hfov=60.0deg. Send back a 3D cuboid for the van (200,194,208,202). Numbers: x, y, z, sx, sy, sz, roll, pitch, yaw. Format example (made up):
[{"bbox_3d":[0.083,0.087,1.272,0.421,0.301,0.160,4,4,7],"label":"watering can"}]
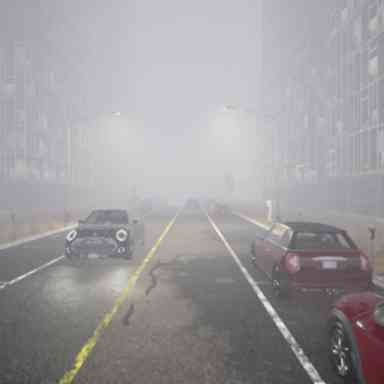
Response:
[{"bbox_3d":[2.688,1.304,76.740,1.690,1.788,3.998,0,0,0],"label":"van"}]

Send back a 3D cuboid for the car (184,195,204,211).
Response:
[{"bbox_3d":[0.096,1.477,40.637,1.882,1.535,5.008,0,0,0],"label":"car"}]

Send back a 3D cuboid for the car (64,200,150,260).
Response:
[{"bbox_3d":[-3.002,1.356,12.356,2.097,1.767,4.553,0,0,0],"label":"car"}]

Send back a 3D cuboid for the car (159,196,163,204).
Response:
[{"bbox_3d":[-5.692,1.576,48.285,1.802,1.307,4.206,0,0,0],"label":"car"}]

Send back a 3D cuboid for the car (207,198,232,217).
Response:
[{"bbox_3d":[2.689,1.549,31.201,1.887,1.381,4.507,0,0,0],"label":"car"}]

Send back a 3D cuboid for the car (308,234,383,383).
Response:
[{"bbox_3d":[2.691,1.441,2.739,1.967,1.590,4.097,0,0,0],"label":"car"}]

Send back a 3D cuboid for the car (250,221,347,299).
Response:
[{"bbox_3d":[2.690,1.443,8.431,1.967,1.590,4.097,0,0,0],"label":"car"}]

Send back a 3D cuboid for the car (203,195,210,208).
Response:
[{"bbox_3d":[2.688,1.559,48.278,1.947,1.339,4.313,0,0,0],"label":"car"}]

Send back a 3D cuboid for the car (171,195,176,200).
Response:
[{"bbox_3d":[-5.694,1.461,93.656,1.752,1.417,4.829,0,0,0],"label":"car"}]

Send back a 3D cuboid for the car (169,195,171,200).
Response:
[{"bbox_3d":[-5.693,1.543,65.363,1.947,1.339,4.313,0,0,0],"label":"car"}]

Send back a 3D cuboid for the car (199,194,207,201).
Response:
[{"bbox_3d":[2.687,1.394,82.431,1.967,1.590,4.097,0,0,0],"label":"car"}]

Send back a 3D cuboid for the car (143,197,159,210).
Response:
[{"bbox_3d":[-5.692,1.543,42.592,1.887,1.381,4.507,0,0,0],"label":"car"}]

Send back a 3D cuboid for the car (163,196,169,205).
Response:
[{"bbox_3d":[-5.693,1.528,59.670,1.887,1.381,4.507,0,0,0],"label":"car"}]

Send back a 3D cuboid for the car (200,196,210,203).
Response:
[{"bbox_3d":[2.687,1.536,71.046,1.947,1.339,4.313,0,0,0],"label":"car"}]
